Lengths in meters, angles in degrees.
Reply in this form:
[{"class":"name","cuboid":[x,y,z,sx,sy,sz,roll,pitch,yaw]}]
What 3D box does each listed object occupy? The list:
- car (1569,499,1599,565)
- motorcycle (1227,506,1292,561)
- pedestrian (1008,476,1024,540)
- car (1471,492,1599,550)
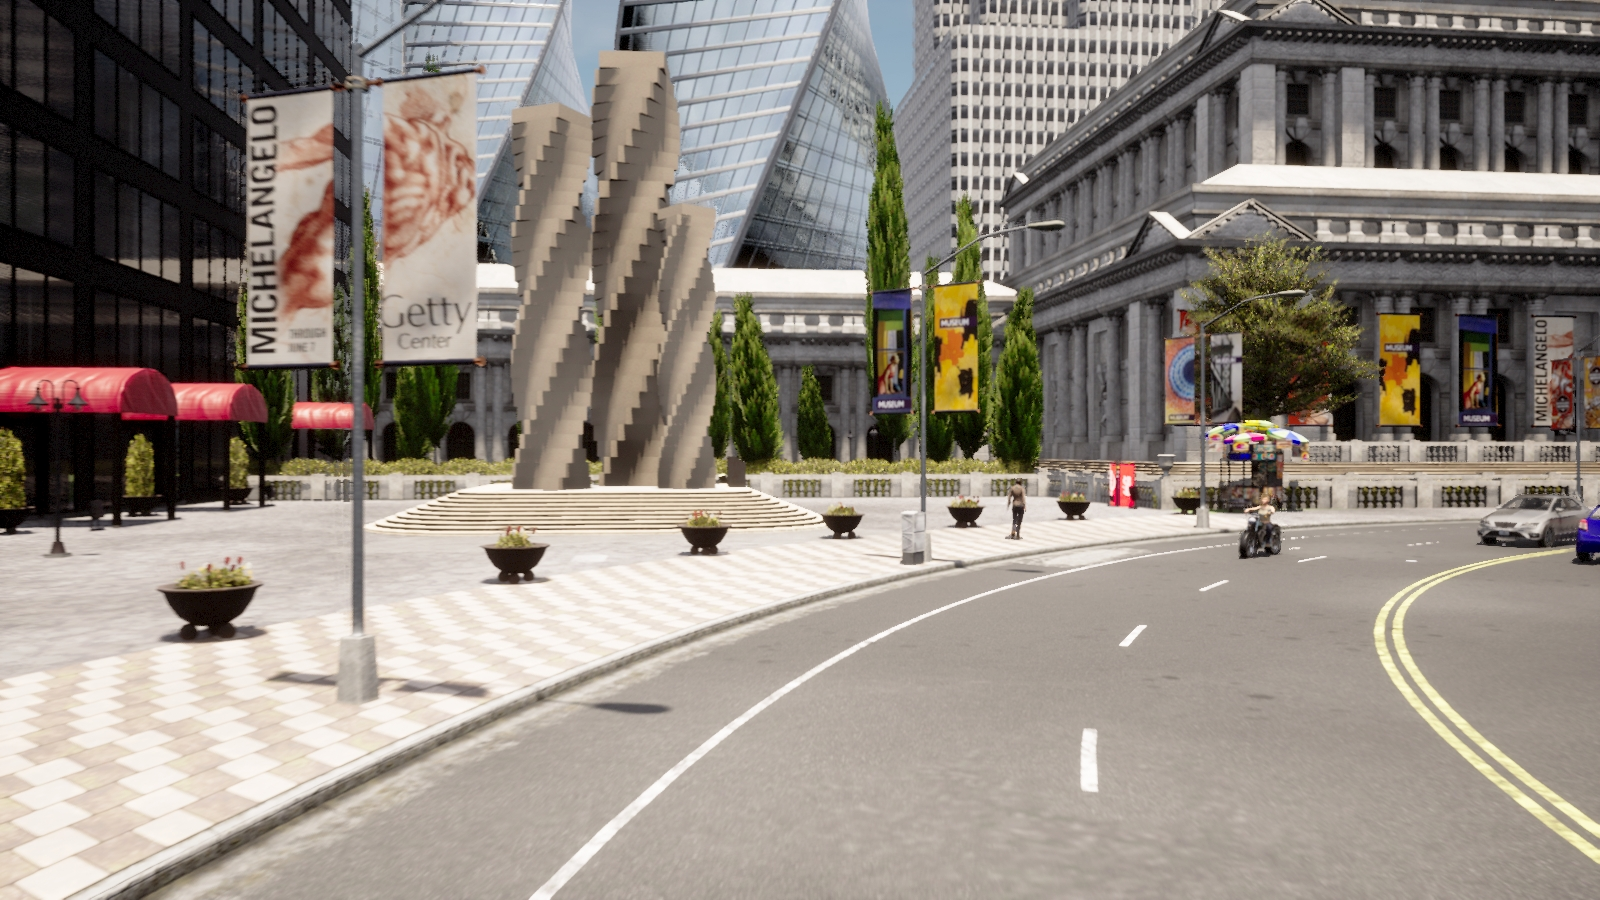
[{"class":"car","cuboid":[21.085,2.044,28.815,3.633,1.501,1.845,0,0,-39]},{"class":"motorcycle","cuboid":[12.117,2.173,30.094,0.764,1.277,2.356,1,1,44]},{"class":"pedestrian","cuboid":[6.400,1.698,33.793,0.375,1.860,0.375,0,0,25]},{"class":"car","cuboid":[21.994,2.071,34.093,4.193,1.474,1.816,0,0,-35]}]
